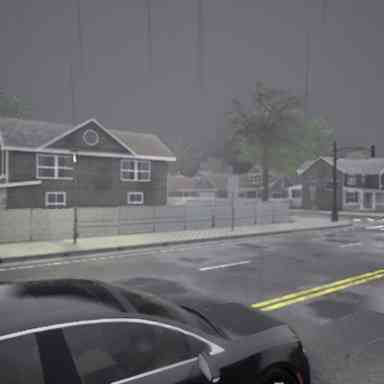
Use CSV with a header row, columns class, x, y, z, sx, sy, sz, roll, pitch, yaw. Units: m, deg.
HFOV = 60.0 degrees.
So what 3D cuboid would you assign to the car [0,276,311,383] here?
class,x,y,z,sx,sy,sz,roll,pitch,yaw
car,-1.031,1.509,2.704,4.892,1.490,1.837,0,0,-36
